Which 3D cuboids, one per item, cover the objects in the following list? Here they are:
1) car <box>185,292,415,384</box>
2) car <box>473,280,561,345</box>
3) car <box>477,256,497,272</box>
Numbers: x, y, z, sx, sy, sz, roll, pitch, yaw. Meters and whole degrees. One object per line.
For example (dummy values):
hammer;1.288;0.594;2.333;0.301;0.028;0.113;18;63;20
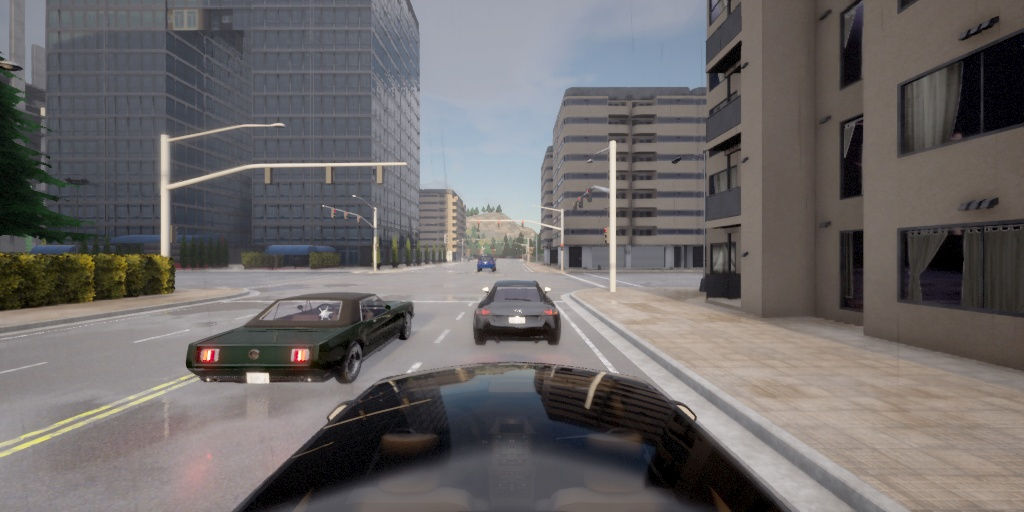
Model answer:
car;-3.384;1.351;7.025;1.895;1.301;4.718;0;0;0
car;0.126;1.314;9.504;1.994;1.385;4.181;0;0;1
car;-3.232;0.971;46.265;2.150;2.045;5.566;0;0;0
